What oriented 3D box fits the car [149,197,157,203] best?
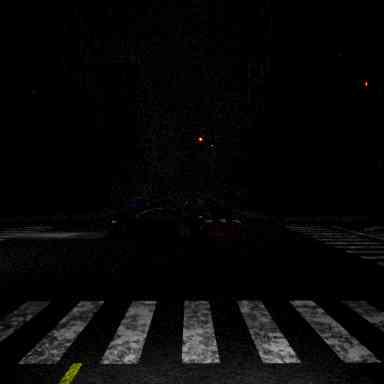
[{"bbox_3d":[-5.662,1.443,39.090,1.967,1.590,4.097,0,0,0],"label":"car"}]

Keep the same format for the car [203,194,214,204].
[{"bbox_3d":[2.892,1.443,44.718,1.967,1.590,4.097,0,0,0],"label":"car"}]

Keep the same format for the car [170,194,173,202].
[{"bbox_3d":[-5.517,1.566,67.431,1.947,1.339,4.313,0,0,0],"label":"car"}]

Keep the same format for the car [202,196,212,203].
[{"bbox_3d":[3.009,1.551,67.395,2.008,1.369,4.403,0,0,0],"label":"car"}]

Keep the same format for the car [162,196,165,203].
[{"bbox_3d":[-5.604,1.585,50.427,1.802,1.307,4.206,0,0,0],"label":"car"}]

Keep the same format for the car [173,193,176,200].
[{"bbox_3d":[-5.460,1.522,78.598,1.752,1.417,4.829,0,0,0],"label":"car"}]

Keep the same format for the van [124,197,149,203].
[{"bbox_3d":[-5.692,1.343,33.422,1.690,1.788,3.998,0,0,0],"label":"van"}]

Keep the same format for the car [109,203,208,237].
[{"bbox_3d":[-1.816,1.491,17.384,4.902,1.511,2.128,0,0,0],"label":"car"}]

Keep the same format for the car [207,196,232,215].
[{"bbox_3d":[2.834,1.442,33.380,1.967,1.590,4.097,0,0,0],"label":"car"}]

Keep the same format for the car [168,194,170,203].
[{"bbox_3d":[-5.547,1.527,61.593,1.752,1.417,4.829,0,0,0],"label":"car"}]

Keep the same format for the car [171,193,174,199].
[{"bbox_3d":[-5.488,1.543,73.099,1.887,1.381,4.507,0,0,0],"label":"car"}]

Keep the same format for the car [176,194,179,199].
[{"bbox_3d":[-5.401,1.307,90.104,2.192,1.841,5.009,0,0,0],"label":"car"}]

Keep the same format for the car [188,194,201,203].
[{"bbox_3d":[0.324,1.565,63.753,1.994,1.385,4.181,0,0,0],"label":"car"}]

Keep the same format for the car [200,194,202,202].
[{"bbox_3d":[2.980,1.527,61.896,1.752,1.417,4.829,0,0,0],"label":"car"}]

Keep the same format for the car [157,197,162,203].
[{"bbox_3d":[-5.633,1.569,44.758,1.947,1.339,4.313,0,0,0],"label":"car"}]

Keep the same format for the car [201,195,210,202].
[{"bbox_3d":[3.067,1.437,78.734,1.967,1.590,4.097,0,0,0],"label":"car"}]

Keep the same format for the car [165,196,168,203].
[{"bbox_3d":[-5.575,1.568,56.095,1.947,1.339,4.313,0,0,0],"label":"car"}]

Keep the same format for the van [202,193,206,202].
[{"bbox_3d":[2.950,1.344,56.057,1.690,1.788,3.998,0,0,0],"label":"van"}]

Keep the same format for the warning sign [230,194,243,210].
[{"bbox_3d":[5.266,1.118,39.362,1.300,1.860,1.060,0,0,0],"label":"warning sign"}]
